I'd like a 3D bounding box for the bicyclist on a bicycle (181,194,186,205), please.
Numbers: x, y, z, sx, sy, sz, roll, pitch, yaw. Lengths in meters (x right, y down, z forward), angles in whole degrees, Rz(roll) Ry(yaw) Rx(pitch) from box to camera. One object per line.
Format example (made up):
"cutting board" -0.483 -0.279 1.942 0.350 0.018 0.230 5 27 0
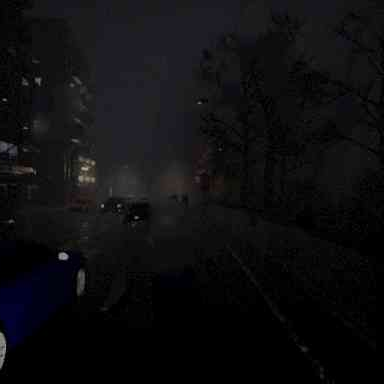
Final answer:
"bicyclist on a bicycle" -1.415 1.175 54.969 0.659 1.776 1.843 0 0 -5

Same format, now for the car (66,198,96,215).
"car" -10.712 1.374 32.517 1.882 1.535 5.008 0 0 -3

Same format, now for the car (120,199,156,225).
"car" -3.624 1.449 23.542 1.812 1.442 4.674 0 0 -2

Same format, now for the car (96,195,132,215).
"car" -7.437 1.247 32.054 2.097 1.767 4.553 0 0 -3

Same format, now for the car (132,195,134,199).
"car" -13.956 1.289 74.344 1.895 1.301 4.718 0 0 -6

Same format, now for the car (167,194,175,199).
"car" -5.396 1.097 85.383 1.895 1.301 4.718 0 0 -8

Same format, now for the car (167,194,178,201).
"car" -4.055 1.235 73.487 1.837 1.490 4.892 0 0 -6

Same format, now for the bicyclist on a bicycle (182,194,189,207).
"bicyclist on a bicycle" -0.739 1.209 45.919 0.659 1.776 1.843 0 0 -4

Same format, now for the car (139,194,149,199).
"car" -10.490 1.267 72.536 2.128 1.511 4.902 0 0 -6

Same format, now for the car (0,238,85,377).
"car" -3.200 1.462 5.203 1.882 1.535 5.008 0 0 0
